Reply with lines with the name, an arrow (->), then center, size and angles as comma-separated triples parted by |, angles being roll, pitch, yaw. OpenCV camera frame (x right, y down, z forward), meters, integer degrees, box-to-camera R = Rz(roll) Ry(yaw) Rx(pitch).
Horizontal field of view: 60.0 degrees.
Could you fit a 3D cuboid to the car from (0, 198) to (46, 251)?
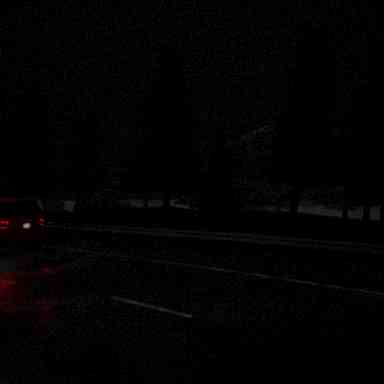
car -> -8.108, 1.246, 12.778 | 5.566, 2.045, 2.150 | 0, 0, 28
